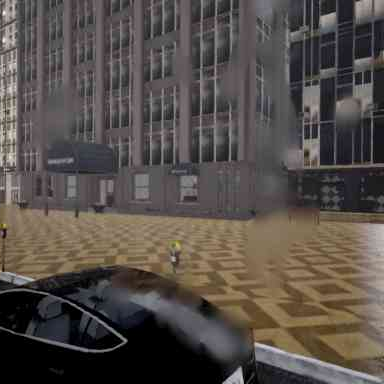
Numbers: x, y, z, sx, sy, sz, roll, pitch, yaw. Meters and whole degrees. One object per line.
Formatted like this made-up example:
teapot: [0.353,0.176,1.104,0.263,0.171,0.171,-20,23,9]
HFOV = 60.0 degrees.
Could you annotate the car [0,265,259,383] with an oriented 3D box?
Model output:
car: [-1.367,1.565,3.841,4.313,1.339,1.947,0,1,35]
